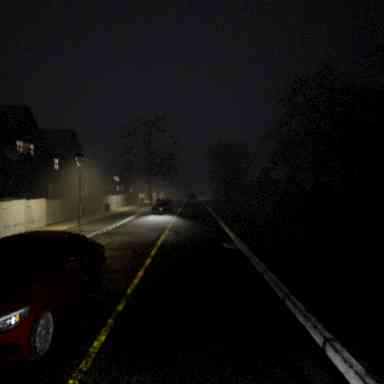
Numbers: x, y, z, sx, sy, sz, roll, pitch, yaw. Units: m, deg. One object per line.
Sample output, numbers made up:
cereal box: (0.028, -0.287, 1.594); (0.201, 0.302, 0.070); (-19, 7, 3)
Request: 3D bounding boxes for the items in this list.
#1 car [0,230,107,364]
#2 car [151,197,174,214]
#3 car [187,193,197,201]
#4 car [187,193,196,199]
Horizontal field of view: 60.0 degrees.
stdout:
car: (-2.847, 1.482, 5.980); (1.812, 1.442, 4.674); (0, 0, 0)
car: (-2.770, 1.266, 32.234); (2.128, 1.511, 4.902); (0, 0, 0)
car: (-0.013, 1.042, 66.215); (1.837, 1.490, 4.892); (0, 0, 0)
car: (-0.015, 0.912, 76.643); (1.994, 1.385, 4.181); (0, 0, 0)
